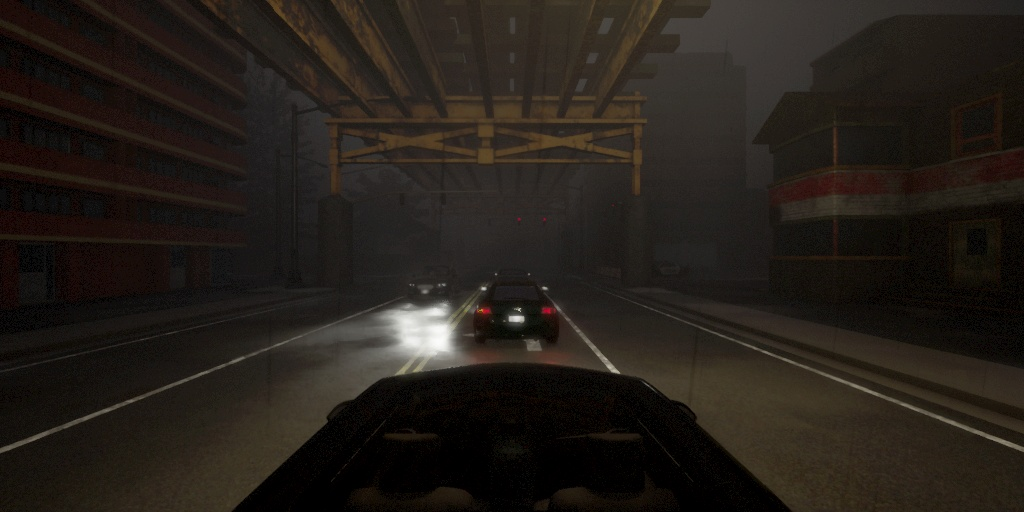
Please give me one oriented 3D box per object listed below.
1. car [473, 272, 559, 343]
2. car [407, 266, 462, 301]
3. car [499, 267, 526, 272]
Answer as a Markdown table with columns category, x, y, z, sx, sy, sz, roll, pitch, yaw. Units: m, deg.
| category | x | y | z | sx | sy | sz | roll | pitch | yaw |
| --- | --- | --- | --- | --- | --- | --- | --- | --- | --- |
| car | 0.076 | 1.311 | 9.666 | 1.994 | 1.385 | 4.181 | 0 | 0 | -1 |
| car | -3.618 | 1.229 | 17.397 | 2.128 | 1.511 | 4.902 | 0 | 0 | 0 |
| car | 0.032 | 1.280 | 19.616 | 2.033 | 1.411 | 5.357 | 0 | 0 | 0 |
